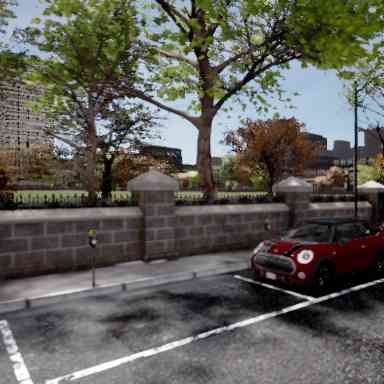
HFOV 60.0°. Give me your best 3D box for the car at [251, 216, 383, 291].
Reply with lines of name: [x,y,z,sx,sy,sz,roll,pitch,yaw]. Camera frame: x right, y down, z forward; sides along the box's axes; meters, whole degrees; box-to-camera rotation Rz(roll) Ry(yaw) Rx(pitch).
car: [3.507,1.475,9.066,4.097,1.590,1.967,0,0,-36]
